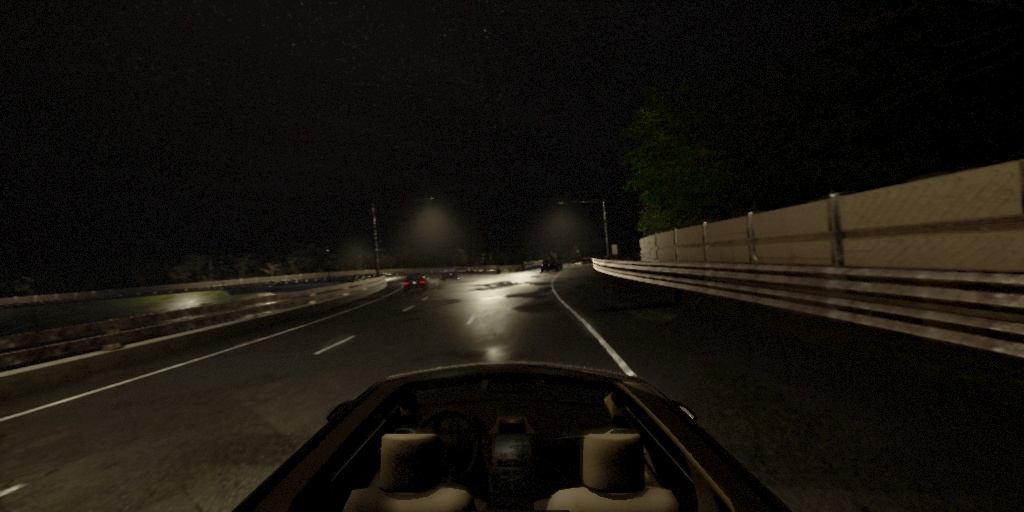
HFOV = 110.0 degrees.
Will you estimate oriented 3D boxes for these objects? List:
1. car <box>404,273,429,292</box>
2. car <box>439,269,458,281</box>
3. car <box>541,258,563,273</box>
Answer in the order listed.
[{"bbox_3d":[-8.095,2.201,30.420,2.033,1.411,5.357,-5,0,-11],"label":"car"},{"bbox_3d":[-8.001,2.303,44.748,2.033,1.411,5.357,-5,0,-18],"label":"car"},{"bbox_3d":[4.803,1.006,42.846,2.097,1.767,4.553,-5,0,17],"label":"car"}]
